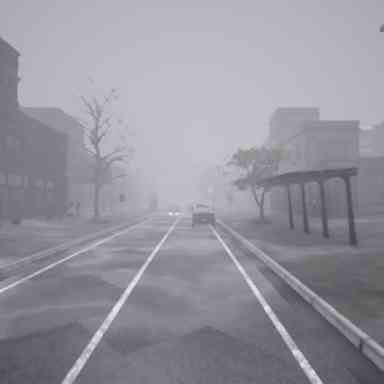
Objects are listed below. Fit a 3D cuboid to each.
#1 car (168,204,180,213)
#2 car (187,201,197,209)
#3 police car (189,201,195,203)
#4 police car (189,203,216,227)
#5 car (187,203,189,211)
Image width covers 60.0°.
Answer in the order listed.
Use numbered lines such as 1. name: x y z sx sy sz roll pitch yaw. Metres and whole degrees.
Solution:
1. car: -3.051 2.741 56.798 2.128 1.511 4.902 0 -1 0
2. car: 0.016 2.958 78.400 2.097 1.767 4.553 0 -1 0
3. police car: 0.907 2.200 37.706 1.930 1.638 5.238 0 -1 0
4. police car: 0.905 1.949 27.709 1.930 1.638 5.238 0 -1 0
5. car: 0.013 2.929 63.430 1.812 1.442 4.674 0 -1 0
